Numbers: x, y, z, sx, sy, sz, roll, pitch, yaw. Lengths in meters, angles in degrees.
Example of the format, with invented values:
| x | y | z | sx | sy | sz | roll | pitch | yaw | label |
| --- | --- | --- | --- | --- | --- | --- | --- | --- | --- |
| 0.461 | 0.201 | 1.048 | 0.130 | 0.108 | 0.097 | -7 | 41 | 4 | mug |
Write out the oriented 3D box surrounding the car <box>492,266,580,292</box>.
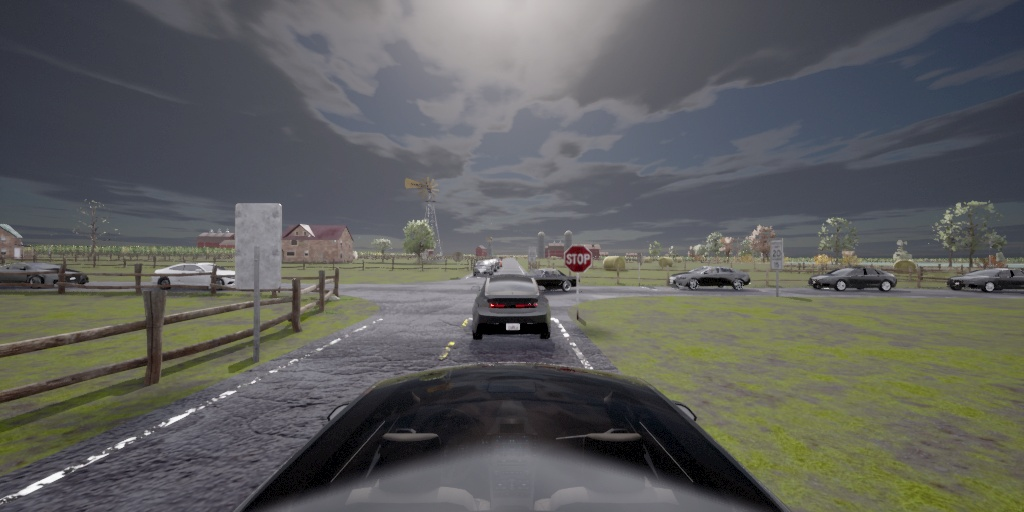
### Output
| x | y | z | sx | sy | sz | roll | pitch | yaw | label |
| --- | --- | --- | --- | --- | --- | --- | --- | --- | --- |
| 1.494 | 1.369 | 20.077 | 4.718 | 1.301 | 1.895 | 1 | 0 | -35 | car |

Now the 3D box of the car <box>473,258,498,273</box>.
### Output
| x | y | z | sx | sy | sz | roll | pitch | yaw | label |
| --- | --- | --- | --- | --- | --- | --- | --- | --- | --- |
| -2.870 | 1.243 | 36.717 | 2.128 | 1.511 | 4.902 | 0 | 0 | 0 | car |

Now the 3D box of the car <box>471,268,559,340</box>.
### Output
| x | y | z | sx | sy | sz | roll | pitch | yaw | label |
| --- | --- | --- | --- | --- | --- | --- | --- | --- | --- |
| -0.076 | 1.256 | 10.031 | 1.837 | 1.490 | 4.892 | 0 | 0 | -2 | car |

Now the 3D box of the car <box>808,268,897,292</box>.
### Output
| x | y | z | sx | sy | sz | roll | pitch | yaw | label |
| --- | --- | --- | --- | --- | --- | --- | --- | --- | --- |
| 22.194 | 1.499 | 23.483 | 4.892 | 1.490 | 1.837 | 1 | -1 | -1 | car |

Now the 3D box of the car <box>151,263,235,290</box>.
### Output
| x | y | z | sx | sy | sz | roll | pitch | yaw | label |
| --- | --- | --- | --- | --- | --- | --- | --- | --- | --- |
| -17.249 | 1.104 | 19.982 | 4.674 | 1.442 | 1.812 | 1 | -1 | -1 | car |

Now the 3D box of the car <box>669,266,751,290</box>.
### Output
| x | y | z | sx | sy | sz | roll | pitch | yaw | label |
| --- | --- | --- | --- | --- | --- | --- | --- | --- | --- |
| 12.792 | 1.396 | 23.309 | 4.902 | 1.511 | 2.128 | 1 | -1 | -2 | car |

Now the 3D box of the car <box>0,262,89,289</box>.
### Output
| x | y | z | sx | sy | sz | roll | pitch | yaw | label |
| --- | --- | --- | --- | --- | --- | --- | --- | --- | --- |
| -26.369 | 1.048 | 19.858 | 4.181 | 1.385 | 1.994 | 1 | -1 | -1 | car |

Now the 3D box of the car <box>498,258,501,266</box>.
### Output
| x | y | z | sx | sy | sz | roll | pitch | yaw | label |
| --- | --- | --- | --- | --- | --- | --- | --- | --- | --- |
| -2.865 | 1.241 | 46.162 | 2.128 | 1.511 | 4.902 | 0 | 0 | 0 | car |

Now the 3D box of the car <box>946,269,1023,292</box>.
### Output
| x | y | z | sx | sy | sz | roll | pitch | yaw | label |
| --- | --- | --- | --- | --- | --- | --- | --- | --- | --- |
| 31.696 | 1.587 | 23.606 | 4.892 | 1.490 | 1.837 | 1 | -1 | -1 | car |
